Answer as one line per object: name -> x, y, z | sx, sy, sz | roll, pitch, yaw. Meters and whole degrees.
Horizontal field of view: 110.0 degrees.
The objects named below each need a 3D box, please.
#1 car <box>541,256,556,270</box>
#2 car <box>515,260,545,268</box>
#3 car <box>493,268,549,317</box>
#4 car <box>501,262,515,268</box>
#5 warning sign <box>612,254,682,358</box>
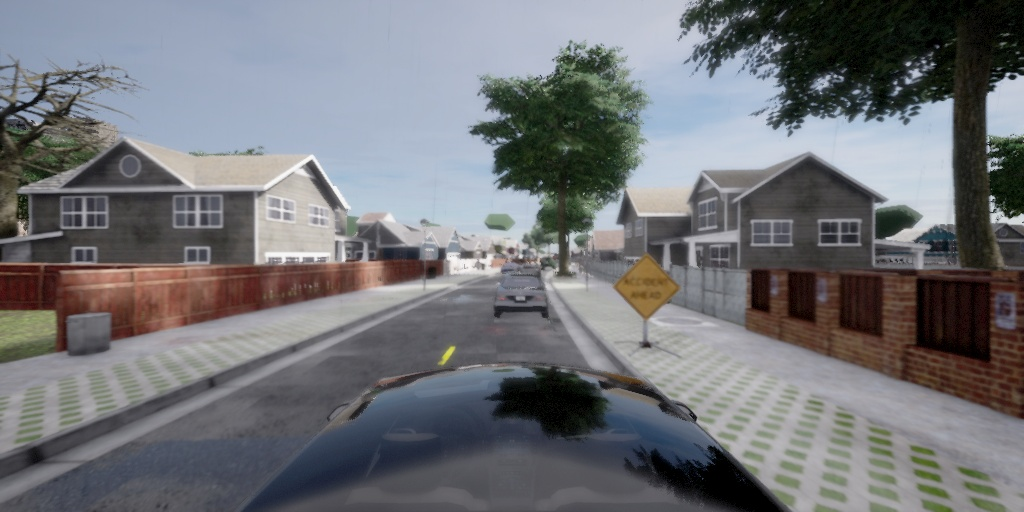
car -> 5.647, 1.140, 56.395 | 2.150, 2.045, 5.566 | -5, -1, 10
car -> 1.753, 1.358, 33.143 | 2.128, 1.511, 4.902 | 0, 0, 6
car -> 0.368, 1.334, 13.378 | 2.033, 1.411, 5.357 | 0, 0, 2
car -> -0.147, 1.455, 42.670 | 2.033, 1.411, 5.357 | 0, 0, 7
warning sign -> 2.572, 0.883, 6.933 | 1.300, 1.860, 1.060 | 0, 0, 1
